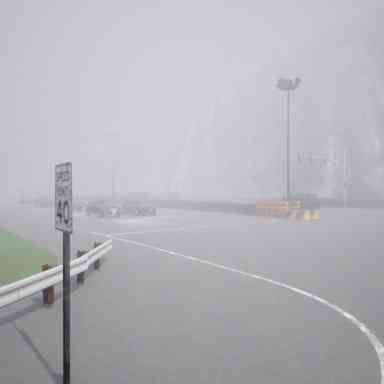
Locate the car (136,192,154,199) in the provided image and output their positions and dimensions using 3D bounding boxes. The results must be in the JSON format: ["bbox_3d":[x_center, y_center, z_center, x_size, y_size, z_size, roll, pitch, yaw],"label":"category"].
[{"bbox_3d":[-11.332,0.903,79.610,2.128,1.511,4.902,0,1,-38],"label":"car"}]

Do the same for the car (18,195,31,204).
[{"bbox_3d":[-26.823,1.185,53.897,1.812,1.442,4.674,0,1,-37],"label":"car"}]

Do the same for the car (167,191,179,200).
[{"bbox_3d":[-4.931,0.815,71.426,2.150,2.045,5.566,0,1,-38],"label":"car"}]

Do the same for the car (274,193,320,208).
[{"bbox_3d":[12.098,1.135,38.788,2.150,2.045,5.566,0,0,-40],"label":"car"}]

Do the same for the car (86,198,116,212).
[{"bbox_3d":[-10.693,1.449,38.868,1.994,1.385,4.181,0,0,-38],"label":"car"}]

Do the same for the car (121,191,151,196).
[{"bbox_3d":[-10.348,0.902,61.460,2.150,2.045,5.566,0,1,-37],"label":"car"}]

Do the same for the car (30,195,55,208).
[{"bbox_3d":[-20.134,1.306,45.268,1.837,1.490,4.892,0,1,-38],"label":"car"}]

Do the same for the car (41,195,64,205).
[{"bbox_3d":[-22.981,1.226,54.643,2.033,1.411,5.357,0,1,-38],"label":"car"}]

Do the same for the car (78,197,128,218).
[{"bbox_3d":[-8.030,1.424,29.826,2.128,1.511,4.902,0,0,-38],"label":"car"}]

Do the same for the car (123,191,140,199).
[{"bbox_3d":[-14.068,0.741,77.427,2.097,1.767,4.553,0,1,-38],"label":"car"}]

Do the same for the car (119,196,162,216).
[{"bbox_3d":[-5.214,1.430,31.908,1.837,1.490,4.892,0,0,-38],"label":"car"}]

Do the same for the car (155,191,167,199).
[{"bbox_3d":[-7.904,0.951,69.547,2.097,1.767,4.553,0,1,-38],"label":"car"}]

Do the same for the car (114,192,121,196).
[{"bbox_3d":[-16.825,0.749,75.270,2.097,1.767,4.553,0,1,-38],"label":"car"}]

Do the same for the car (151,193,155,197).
[{"bbox_3d":[-10.443,0.831,67.111,2.150,2.045,5.566,0,1,-38],"label":"car"}]

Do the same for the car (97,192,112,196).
[{"bbox_3d":[-19.600,0.799,73.138,2.097,1.767,4.553,0,1,-38],"label":"car"}]

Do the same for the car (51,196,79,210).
[{"bbox_3d":[-13.755,1.491,37.104,1.895,1.301,4.718,0,0,-38],"label":"car"}]
